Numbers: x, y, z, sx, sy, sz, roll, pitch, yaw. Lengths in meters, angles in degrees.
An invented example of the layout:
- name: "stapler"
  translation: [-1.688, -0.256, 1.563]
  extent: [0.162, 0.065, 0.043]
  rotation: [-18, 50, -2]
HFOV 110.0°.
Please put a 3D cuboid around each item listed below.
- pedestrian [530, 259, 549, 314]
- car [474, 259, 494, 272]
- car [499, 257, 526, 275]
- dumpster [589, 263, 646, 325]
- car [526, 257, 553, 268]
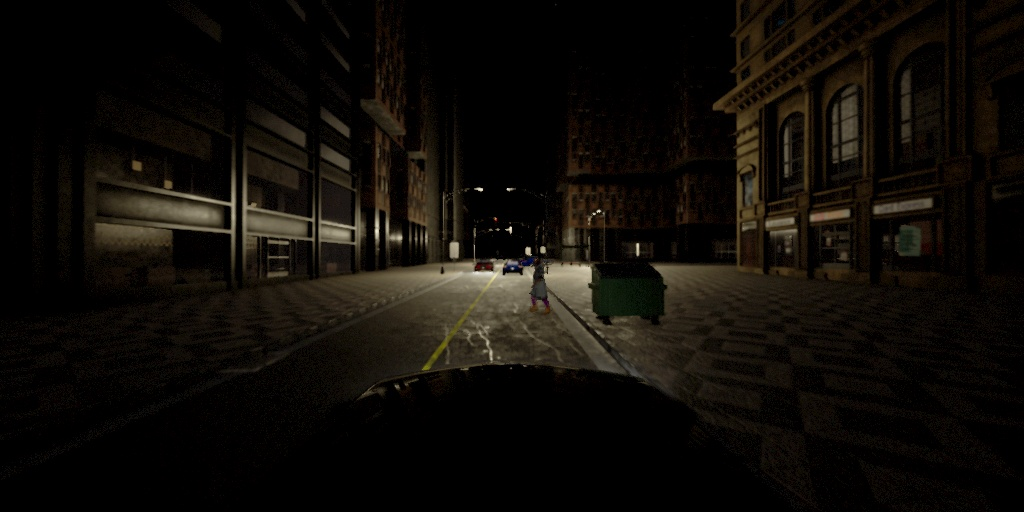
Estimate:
- name: "pedestrian"
  translation: [0.901, 0.969, 11.872]
  extent: [0.375, 1.860, 0.375]
  rotation: [1, 0, -10]
- name: "car"
  translation: [-3.012, 1.039, 39.671]
  extent: [1.994, 1.385, 4.181]
  rotation: [0, 0, 1]
- name: "car"
  translation: [0.077, 1.077, 34.333]
  extent: [1.994, 1.385, 4.181]
  rotation: [0, 0, 1]
- name: "dumpster"
  translation: [3.135, 1.079, 10.900]
  extent: [1.020, 1.700, 1.940]
  rotation: [0, 0, 0]
- name: "car"
  translation: [3.284, 0.834, 48.283]
  extent: [5.008, 1.535, 1.882]
  rotation: [-1, 0, -37]
